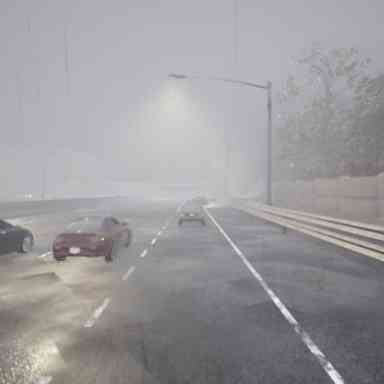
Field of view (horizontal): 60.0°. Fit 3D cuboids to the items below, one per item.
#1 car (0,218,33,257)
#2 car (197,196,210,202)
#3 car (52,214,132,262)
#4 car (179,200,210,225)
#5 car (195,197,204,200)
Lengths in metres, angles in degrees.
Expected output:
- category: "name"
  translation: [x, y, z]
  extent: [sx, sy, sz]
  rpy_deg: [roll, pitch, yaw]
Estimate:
- category: "car"
  translation: [-6.902, 1.508, 10.620]
  extent: [1.837, 1.490, 4.892]
  rpy_deg: [0, 0, 0]
- category: "car"
  translation: [1.673, 1.433, 55.129]
  extent: [2.097, 1.767, 4.553]
  rpy_deg: [1, -1, 11]
- category: "car"
  translation: [-3.406, 1.530, 11.963]
  extent: [1.812, 1.442, 4.674]
  rpy_deg: [0, 0, 0]
- category: "car"
  translation: [-0.008, 1.563, 24.306]
  extent: [2.033, 1.411, 5.357]
  rpy_deg: [0, 0, 0]
- category: "car"
  translation: [0.003, 1.574, 36.655]
  extent: [2.033, 1.411, 5.357]
  rpy_deg: [0, 0, 0]
